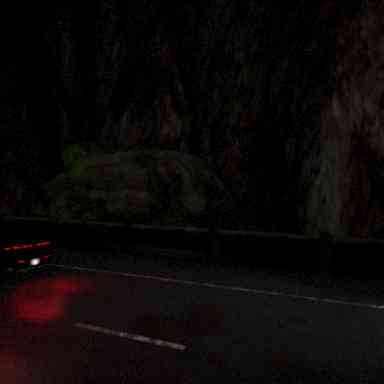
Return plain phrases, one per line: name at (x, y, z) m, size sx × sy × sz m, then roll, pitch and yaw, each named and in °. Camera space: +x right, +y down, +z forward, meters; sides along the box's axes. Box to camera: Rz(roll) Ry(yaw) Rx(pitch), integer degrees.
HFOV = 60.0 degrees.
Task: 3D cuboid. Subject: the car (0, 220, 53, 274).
car at (-6.341, 1.565, 9.776) m, size 4.892 × 1.490 × 1.837 m, roll 1°, pitch -1°, yaw 24°
